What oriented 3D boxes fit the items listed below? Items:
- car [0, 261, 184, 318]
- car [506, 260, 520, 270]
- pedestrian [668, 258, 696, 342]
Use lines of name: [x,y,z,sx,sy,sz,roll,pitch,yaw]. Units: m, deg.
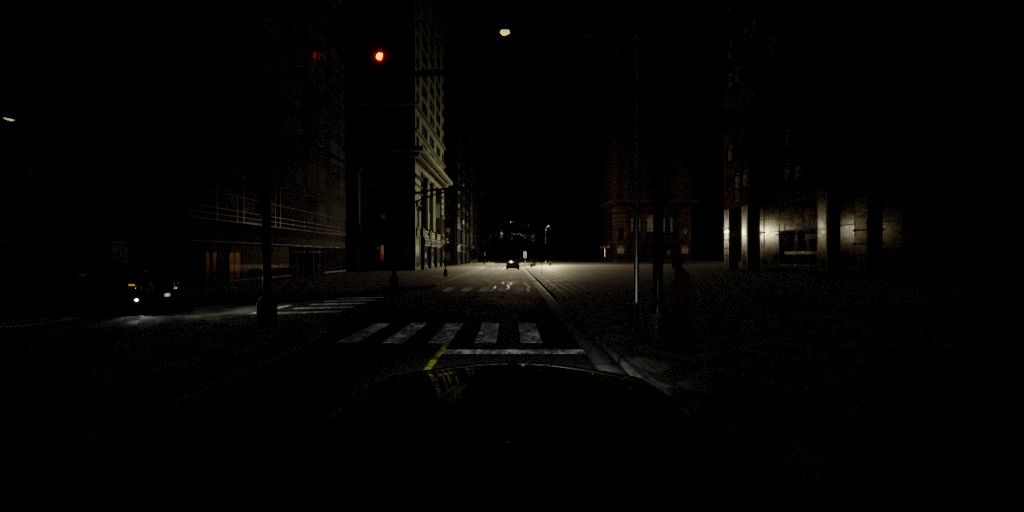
car: [-16.104,1.192,13.855,5.566,2.045,2.150,-1,0,0]
car: [0.111,1.325,53.476,1.994,1.385,4.181,0,0,0]
pedestrian: [3.603,0.891,7.610,0.375,1.860,0.375,0,0,0]
